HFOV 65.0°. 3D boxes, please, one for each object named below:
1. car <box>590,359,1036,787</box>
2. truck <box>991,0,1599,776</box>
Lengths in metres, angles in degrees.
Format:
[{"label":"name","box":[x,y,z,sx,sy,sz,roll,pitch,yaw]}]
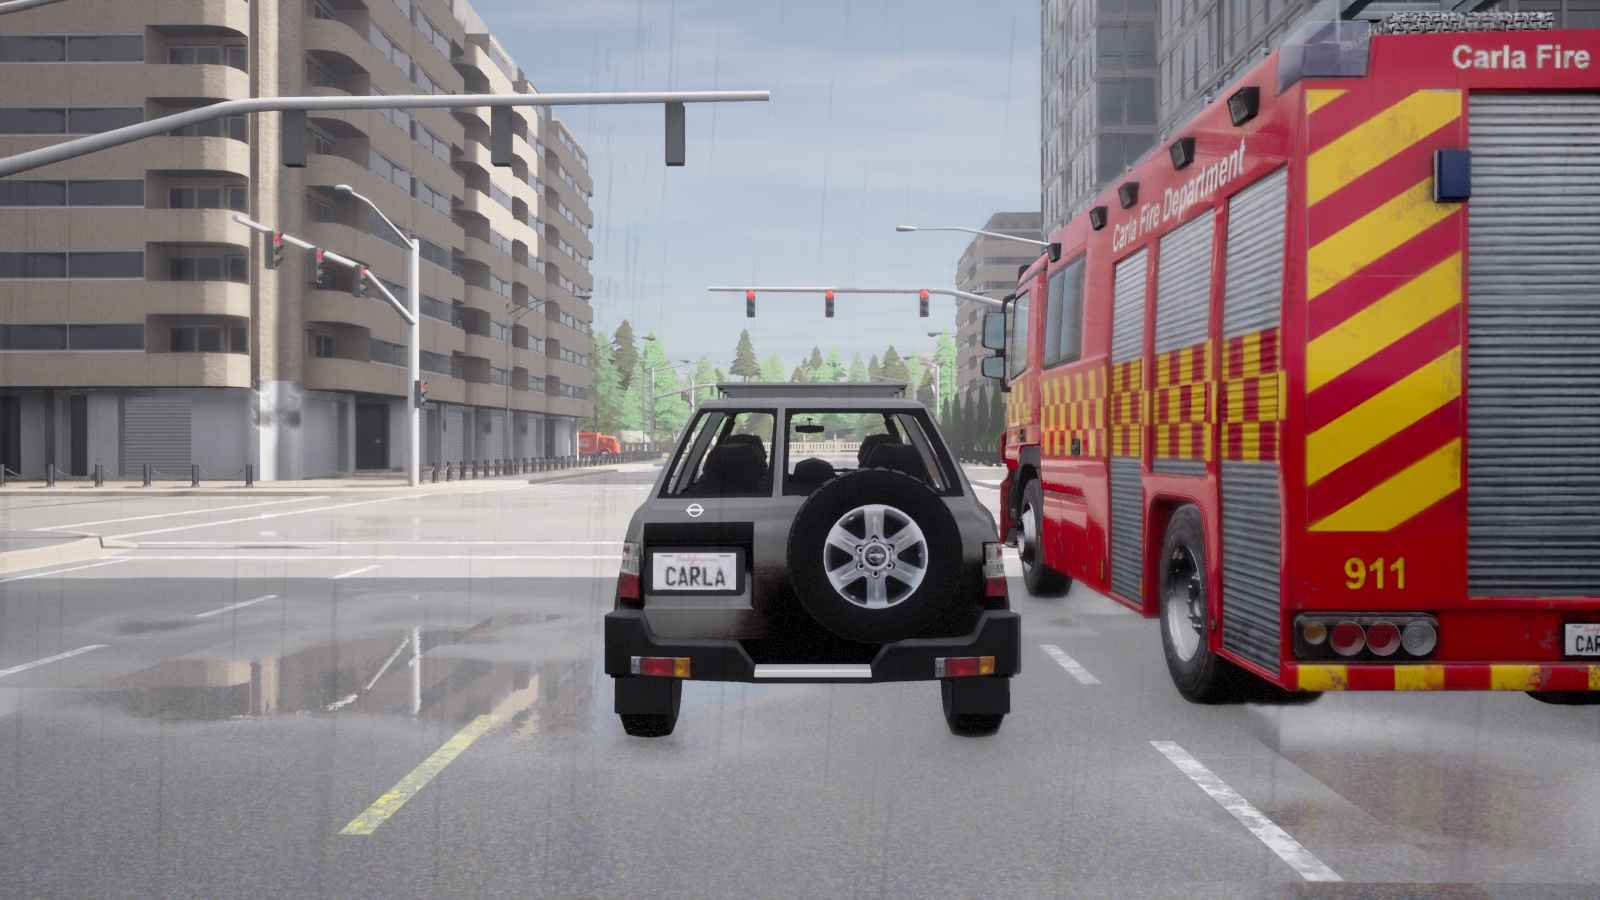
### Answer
[{"label":"car","box":[0.061,0.520,7.741,1.932,1.855,4.605,0,0,0]},{"label":"truck","box":[3.573,-0.471,9.880,2.891,3.827,8.468,0,0,0]}]
